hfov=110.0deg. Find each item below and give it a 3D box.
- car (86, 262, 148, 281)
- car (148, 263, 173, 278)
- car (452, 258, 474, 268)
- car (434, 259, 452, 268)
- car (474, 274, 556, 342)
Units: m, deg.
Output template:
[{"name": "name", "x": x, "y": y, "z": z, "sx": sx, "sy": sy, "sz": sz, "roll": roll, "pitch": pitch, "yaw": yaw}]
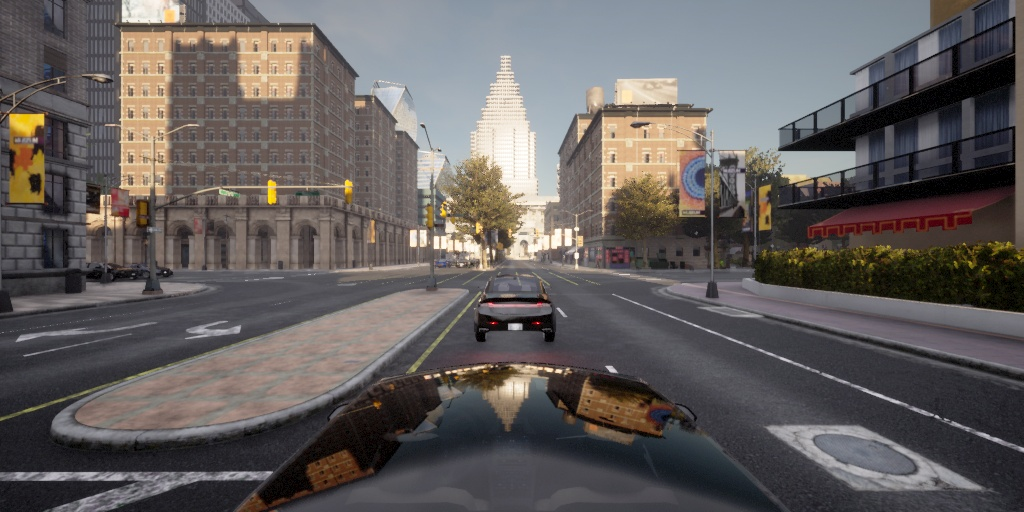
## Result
[{"name": "car", "x": -33.345, "y": 1.228, "z": 29.200, "sx": 5.008, "sy": 1.535, "sz": 1.882, "roll": 0, "pitch": 0, "yaw": 0}, {"name": "car", "x": -33.633, "y": 1.314, "z": 32.693, "sx": 4.181, "sy": 1.385, "sz": 1.994, "roll": 0, "pitch": 0, "yaw": -1}, {"name": "car", "x": -8.052, "y": 1.241, "z": 59.593, "sx": 2.128, "sy": 1.511, "sz": 4.902, "roll": 0, "pitch": 0, "yaw": 0}, {"name": "car", "x": -11.549, "y": 1.227, "z": 60.008, "sx": 1.882, "sy": 1.535, "sz": 5.008, "roll": 0, "pitch": 0, "yaw": 0}, {"name": "car", "x": 0.080, "y": 1.242, "z": 9.776, "sx": 2.128, "sy": 1.511, "sz": 4.902, "roll": 0, "pitch": 0, "yaw": 0}]
